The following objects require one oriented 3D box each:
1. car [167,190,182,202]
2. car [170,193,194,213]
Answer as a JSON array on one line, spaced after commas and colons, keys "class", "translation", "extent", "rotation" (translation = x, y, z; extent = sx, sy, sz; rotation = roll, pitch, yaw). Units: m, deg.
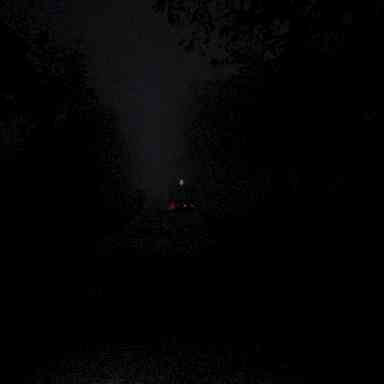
[{"class": "car", "translation": [-2.297, 0.456, 45.855], "extent": [2.128, 1.511, 4.902], "rotation": [1, 3, -7]}, {"class": "car", "translation": [-0.791, 1.165, 31.645], "extent": [2.033, 1.411, 5.357], "rotation": [0, 2, -4]}]
